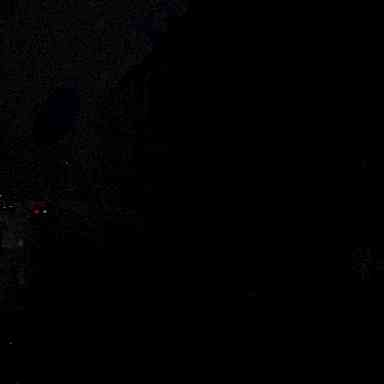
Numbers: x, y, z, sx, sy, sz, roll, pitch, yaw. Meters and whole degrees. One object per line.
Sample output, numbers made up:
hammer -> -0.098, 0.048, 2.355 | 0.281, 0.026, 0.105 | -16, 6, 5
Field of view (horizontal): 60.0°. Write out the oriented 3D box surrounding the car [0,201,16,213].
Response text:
car -> -21.640, 1.711, 38.737 | 2.033, 1.411, 5.357 | 0, 0, -28

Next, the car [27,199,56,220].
car -> -13.359, 1.681, 29.759 | 2.033, 1.411, 5.357 | 0, 0, -28

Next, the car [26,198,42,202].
car -> -20.036, 1.490, 42.713 | 2.097, 1.767, 4.553 | 0, 0, -27

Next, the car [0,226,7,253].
car -> -7.401, 1.593, 11.054 | 1.837, 1.490, 4.892 | 0, -1, -27
